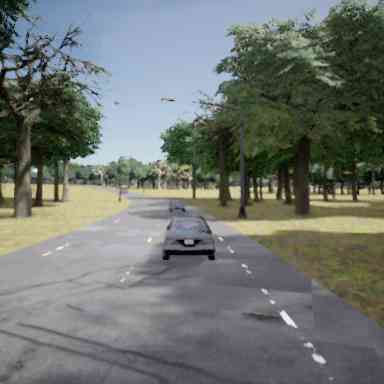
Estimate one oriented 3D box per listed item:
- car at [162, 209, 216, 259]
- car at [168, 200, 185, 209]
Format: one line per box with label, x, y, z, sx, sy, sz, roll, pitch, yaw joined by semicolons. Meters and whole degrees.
car;-0.153;1.619;12.912;2.033;1.411;5.357;0;0;-2
car;-1.929;1.668;41.177;2.033;1.411;5.357;0;0;-6
